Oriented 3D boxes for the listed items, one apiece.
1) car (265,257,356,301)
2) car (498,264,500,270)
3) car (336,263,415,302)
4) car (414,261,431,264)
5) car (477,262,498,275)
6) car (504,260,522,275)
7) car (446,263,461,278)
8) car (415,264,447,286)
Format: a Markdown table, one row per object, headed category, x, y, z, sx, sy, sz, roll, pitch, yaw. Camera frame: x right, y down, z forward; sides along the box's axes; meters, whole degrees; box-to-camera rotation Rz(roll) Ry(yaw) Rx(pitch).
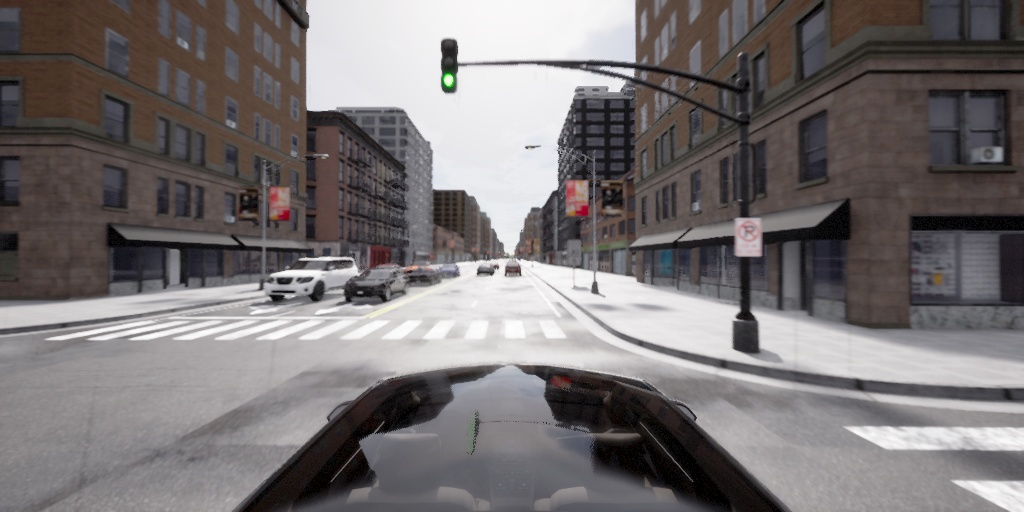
| category | x | y | z | sx | sy | sz | roll | pitch | yaw |
| --- | --- | --- | --- | --- | --- | --- | --- | --- | --- |
| car | -9.813 | 1.067 | 18.243 | 2.150 | 2.045 | 5.566 | 0 | 0 | 2 |
| car | -3.131 | 1.696 | 61.898 | 1.895 | 1.301 | 4.718 | 0 | 0 | 0 |
| car | -6.583 | 1.322 | 17.985 | 1.882 | 1.535 | 5.008 | 0 | 0 | -1 |
| car | -9.735 | 1.311 | 38.162 | 2.097 | 1.767 | 4.553 | 0 | 0 | 0 |
| car | -3.133 | 1.554 | 43.511 | 1.994 | 1.385 | 4.181 | 0 | 0 | 0 |
| car | 0.119 | 1.463 | 42.371 | 1.882 | 1.535 | 5.008 | 0 | 0 | 0 |
| car | -6.485 | 1.481 | 37.404 | 1.812 | 1.442 | 4.674 | 0 | 0 | 0 |
| car | -6.557 | 1.499 | 27.323 | 1.895 | 1.301 | 4.718 | 0 | 0 | 0 |
